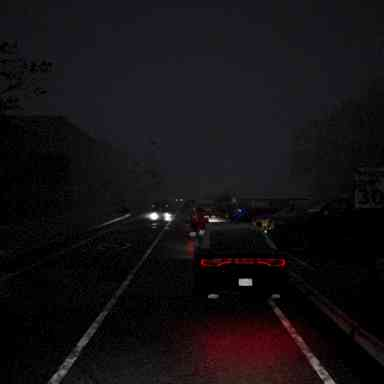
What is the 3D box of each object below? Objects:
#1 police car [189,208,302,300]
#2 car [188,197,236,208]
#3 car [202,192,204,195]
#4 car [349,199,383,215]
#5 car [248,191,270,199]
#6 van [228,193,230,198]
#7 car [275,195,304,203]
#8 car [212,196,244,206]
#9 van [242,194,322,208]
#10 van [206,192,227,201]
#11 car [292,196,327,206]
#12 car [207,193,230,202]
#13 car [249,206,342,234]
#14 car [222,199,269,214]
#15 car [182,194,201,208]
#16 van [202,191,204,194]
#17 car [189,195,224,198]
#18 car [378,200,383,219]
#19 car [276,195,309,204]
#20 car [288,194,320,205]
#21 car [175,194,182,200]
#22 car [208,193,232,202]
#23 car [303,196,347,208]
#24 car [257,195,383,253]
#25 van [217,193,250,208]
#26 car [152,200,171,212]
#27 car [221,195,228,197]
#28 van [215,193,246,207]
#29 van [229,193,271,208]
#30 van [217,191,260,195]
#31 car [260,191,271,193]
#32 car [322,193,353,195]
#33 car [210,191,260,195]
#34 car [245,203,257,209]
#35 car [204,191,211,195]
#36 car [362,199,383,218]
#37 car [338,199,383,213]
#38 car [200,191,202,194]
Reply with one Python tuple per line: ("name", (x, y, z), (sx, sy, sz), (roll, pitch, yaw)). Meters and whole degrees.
("police car", (0.966, 1.432, 8.613), (1.930, 1.638, 5.238), (0, 0, 0))
("car", (0.954, 1.357, 18.485), (2.097, 1.767, 4.553), (0, 0, 0))
("car", (5.553, 1.200, 77.697), (5.008, 1.535, 2.097), (0, 0, 0))
("car", (18.720, 1.527, 33.544), (4.792, 1.488, 2.163), (0, 0, 0))
("car", (18.573, 0.848, 91.968), (5.566, 2.045, 2.435), (0, 0, 0))
("van", (5.795, 1.274, 30.035), (4.442, 1.987, 1.878), (0, 0, 0))
("car", (18.678, 1.300, 64.085), (4.892, 1.521, 2.231), (0, 0, 0))
("car", (5.616, 1.382, 52.468), (4.892, 1.521, 2.231), (0, 0, 0))
("van", (5.817, 1.275, 21.623), (4.442, 1.987, 1.878), (0, 0, 0))
("van", (5.449, 0.994, 74.892), (4.442, 1.987, 1.878), (0, 0, 0))
("car", (18.672, 1.408, 52.982), (4.792, 1.488, 2.163), (0, 0, 0))
("car", (5.549, 1.135, 69.286), (4.553, 1.767, 2.185), (0, 0, 0))
("car", (5.710, 1.538, 18.819), (4.674, 1.452, 2.002), (0, 0, 0))
("car", (5.662, 1.527, 35.646), (4.674, 1.452, 2.002), (0, 0, 0))
("car", (-0.035, 1.408, 45.969), (1.882, 1.535, 5.008), (0, 0, 0))
("van", (5.421, 0.914, 86.104), (4.442, 1.987, 1.878), (0, 0, 0))
("car", (0.947, 1.350, 24.493), (2.097, 1.767, 4.553), (0, 0, 0))
("car", (18.758, 1.503, 27.995), (5.008, 1.535, 2.097), (0, 0, 0))
("car", (18.495, 1.315, 61.308), (5.366, 1.575, 1.946), (0, 0, 0))
("car", (18.725, 1.233, 55.758), (4.553, 1.767, 2.185), (0, 0, 0))
("car", (-3.349, 1.234, 85.839), (1.994, 1.385, 4.181), (0, 0, 0))
("car", (5.556, 1.155, 66.483), (4.553, 1.767, 2.185), (0, 0, 0))
("car", (18.901, 1.415, 47.430), (5.366, 1.575, 1.946), (0, 0, 0))
("car", (5.693, 1.243, 13.213), (5.566, 2.045, 2.435), (0, 0, 0))
("van", (5.753, 1.195, 46.860), (4.442, 1.987, 1.878), (0, 0, 0))
("car", (-3.393, 1.565, 37.617), (1.895, 1.301, 4.718), (0, 0, 0))
("car", (5.664, 1.475, 38.449), (4.892, 1.521, 2.231), (0, 0, 0))
("van", (5.746, 1.175, 49.663), (4.442, 1.987, 1.878), (0, 0, 0))
("van", (5.569, 1.277, 27.233), (4.442, 1.987, 1.878), (0, 0, 0))
("van", (5.767, 1.235, 41.256), (4.442, 1.987, 1.878), (0, 0, 0))
("car", (18.581, 0.867, 89.306), (5.566, 2.045, 2.435), (0, 0, 0))
("car", (18.707, 1.221, 39.101), (5.566, 2.045, 2.435), (0, 0, 0))
("car", (5.615, 1.190, 44.056), (5.566, 2.045, 2.435), (0, 0, 0))
("car", (5.529, 1.493, 16.016), (5.366, 1.575, 1.946), (0, 0, 0))
("car", (5.573, 1.069, 60.876), (5.566, 2.045, 2.435), (0, 0, 0))
("car", (18.941, 1.497, 30.773), (5.366, 1.575, 1.946), (0, 0, 0))
("car", (18.771, 1.515, 36.328), (4.792, 1.488, 2.163), (0, 0, 0))
("car", (5.709, 1.097, 91.713), (5.366, 1.575, 1.946), (0, 0, 0))
